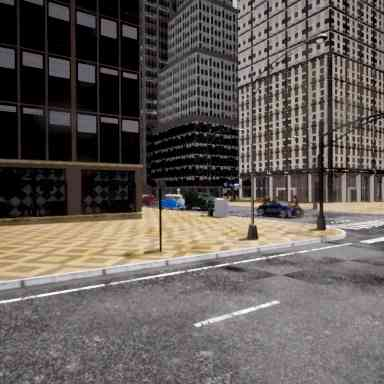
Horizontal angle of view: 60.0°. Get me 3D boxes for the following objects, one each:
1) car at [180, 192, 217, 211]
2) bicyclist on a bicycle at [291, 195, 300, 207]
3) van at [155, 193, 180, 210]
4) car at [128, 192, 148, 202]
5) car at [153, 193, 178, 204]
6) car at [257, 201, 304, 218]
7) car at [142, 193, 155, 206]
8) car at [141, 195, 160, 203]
[{"bbox_3d":[1.325,1.084,38.564,2.150,2.045,5.566,-1,0,-34],"label":"car"},{"bbox_3d":[11.979,1.118,38.388,1.656,1.620,0.582,-1,1,-34],"label":"bicyclist on a bicycle"},{"bbox_3d":[-2.408,1.211,39.484,1.690,1.788,3.998,0,0,-34],"label":"van"},{"bbox_3d":[-10.936,0.982,67.135,2.192,1.841,5.009,0,0,-34],"label":"car"},{"bbox_3d":[-4.745,1.036,57.947,2.192,1.841,5.009,0,0,-34],"label":"car"},{"bbox_3d":[7.672,1.479,29.153,1.994,1.385,4.181,-1,1,-34],"label":"car"},{"bbox_3d":[-6.129,1.324,49.676,1.812,1.442,4.674,-1,1,-34],"label":"car"},{"bbox_3d":[-7.840,1.239,62.542,1.887,1.381,4.507,0,0,-34],"label":"car"}]
